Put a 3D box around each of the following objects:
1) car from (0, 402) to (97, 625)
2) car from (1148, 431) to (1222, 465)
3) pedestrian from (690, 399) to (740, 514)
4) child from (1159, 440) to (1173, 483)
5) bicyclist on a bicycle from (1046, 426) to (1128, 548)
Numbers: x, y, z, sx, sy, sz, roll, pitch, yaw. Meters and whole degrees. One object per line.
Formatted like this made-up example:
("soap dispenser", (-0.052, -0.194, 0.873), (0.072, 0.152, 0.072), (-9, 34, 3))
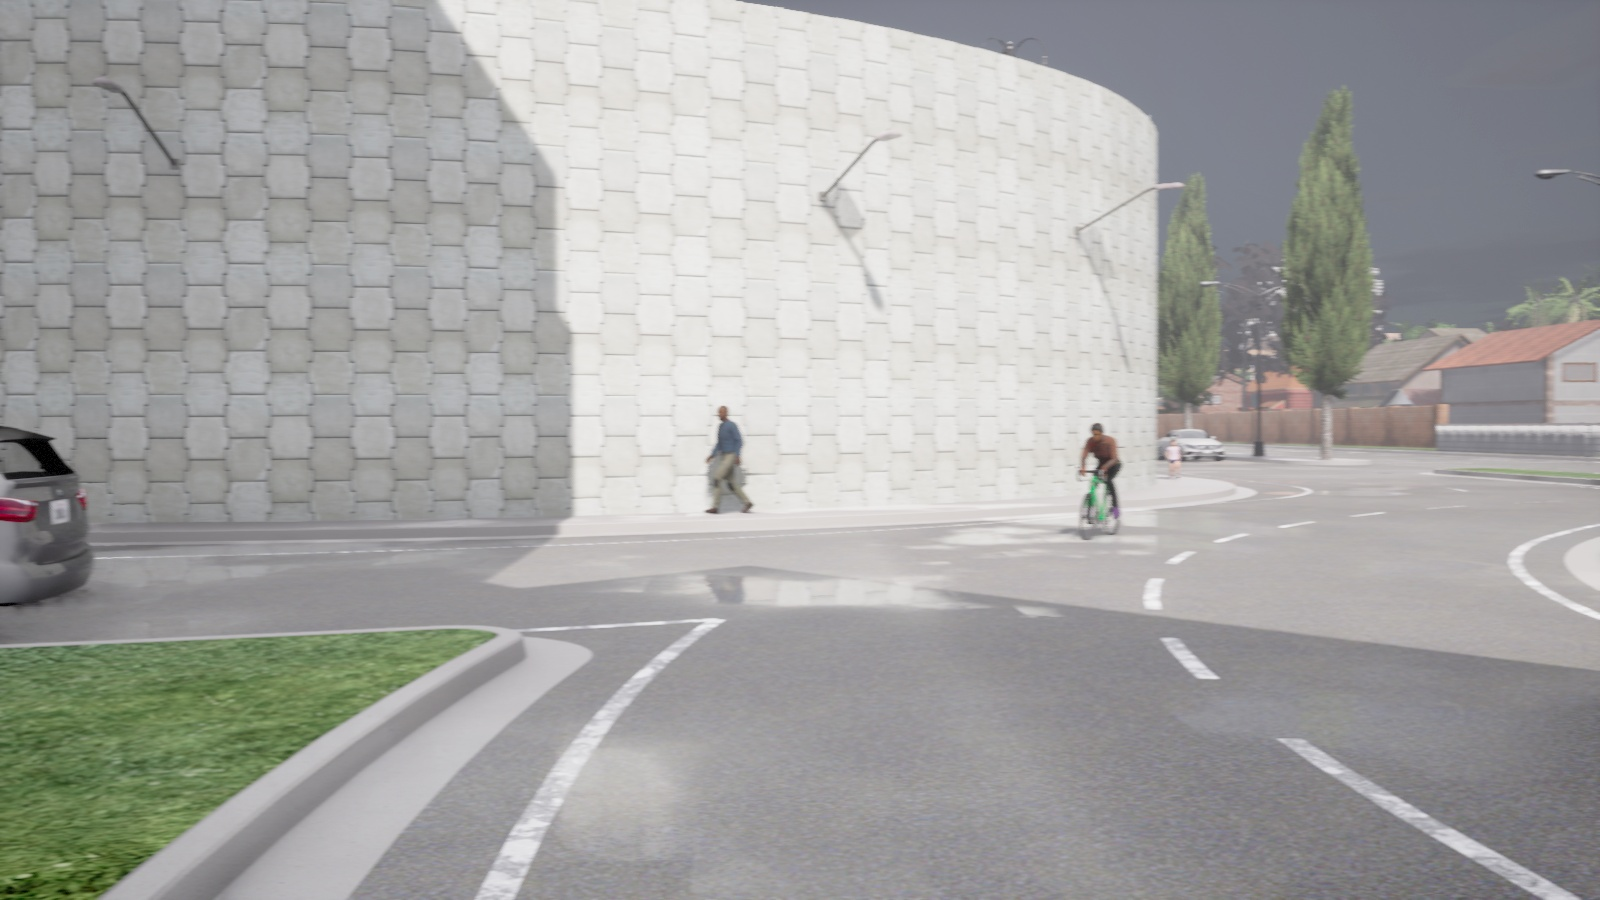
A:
("car", (-8.457, 0.452, 9.922), (4.611, 1.667, 2.242), (0, 1, -13))
("car", (17.295, -0.101, 56.617), (1.812, 1.442, 4.674), (0, 1, -2))
("pedestrian", (-1.390, 0.102, 20.457), (0.726, 1.835, 0.370), (0, 1, -25))
("child", (9.701, 0.299, 33.277), (0.255, 1.110, 0.394), (0, 1, 1))
("bicyclist on a bicycle", (4.038, 0.475, 17.611), (0.582, 1.620, 1.656), (2, 2, 32))
